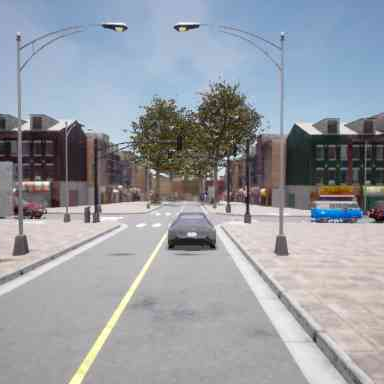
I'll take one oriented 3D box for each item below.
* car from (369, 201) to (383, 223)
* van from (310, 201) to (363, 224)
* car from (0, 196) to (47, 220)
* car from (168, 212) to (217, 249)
[{"bbox_3d":[17.177,1.680,27.195,5.009,1.841,2.192,1,1,0],"label":"car"},{"bbox_3d":[11.771,1.634,27.199,3.998,1.788,1.690,1,1,0],"label":"van"},{"bbox_3d":[-14.588,1.277,27.217,5.009,1.841,2.192,1,1,0],"label":"car"},{"bbox_3d":[0.000,1.577,14.655,1.994,1.385,4.181,0,0,0],"label":"car"}]
